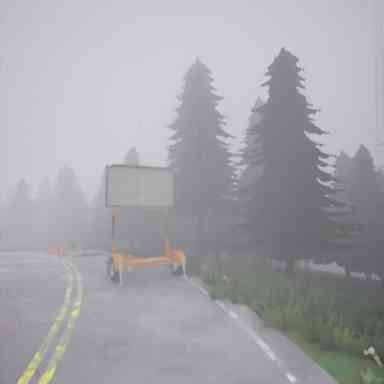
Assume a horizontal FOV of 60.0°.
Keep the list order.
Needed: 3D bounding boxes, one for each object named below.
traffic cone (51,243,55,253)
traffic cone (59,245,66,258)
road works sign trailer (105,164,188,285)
[{"bbox_3d":[-7.348,3.123,18.134,0.340,0.580,0.340,2,-7,-29],"label":"traffic cone"},{"bbox_3d":[-6.370,2.917,16.399,0.340,0.580,0.340,2,-7,-29],"label":"traffic cone"},{"bbox_3d":[-1.754,0.924,11.070,2.380,3.560,2.880,2,-5,-29],"label":"road works sign trailer"}]
